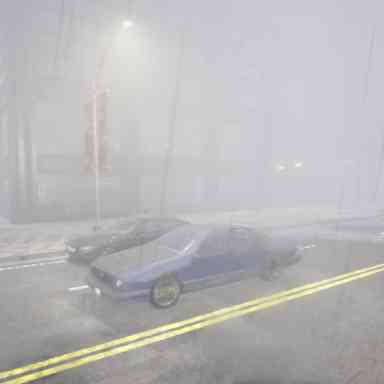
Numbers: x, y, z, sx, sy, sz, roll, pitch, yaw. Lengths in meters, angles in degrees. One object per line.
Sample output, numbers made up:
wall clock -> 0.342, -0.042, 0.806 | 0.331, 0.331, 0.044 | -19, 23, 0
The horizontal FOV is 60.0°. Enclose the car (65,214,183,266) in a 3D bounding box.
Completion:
car -> -1.558, 1.462, 10.552 | 4.674, 1.442, 1.812 | -1, 1, -35

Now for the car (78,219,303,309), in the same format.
car -> 0.357, 1.484, 7.927 | 5.357, 1.411, 2.033 | -1, 1, -35
